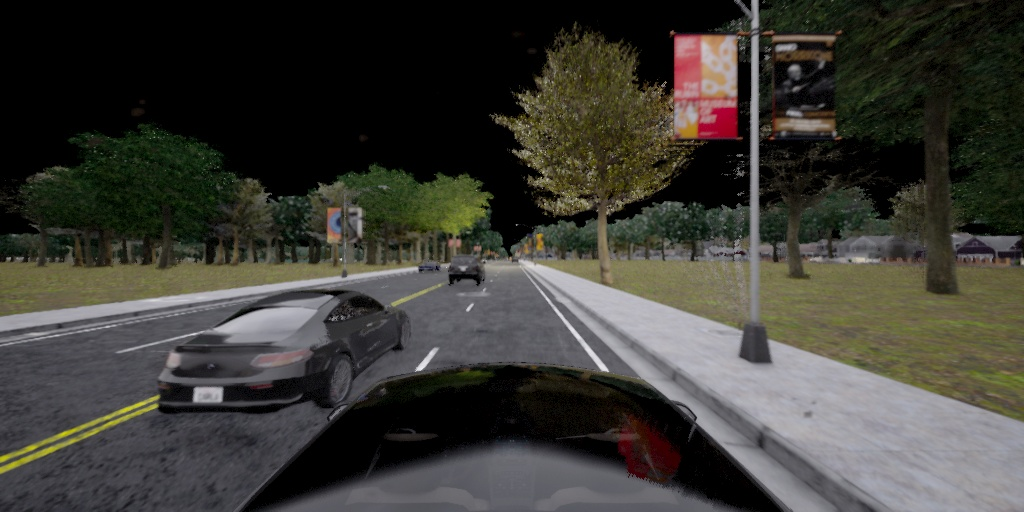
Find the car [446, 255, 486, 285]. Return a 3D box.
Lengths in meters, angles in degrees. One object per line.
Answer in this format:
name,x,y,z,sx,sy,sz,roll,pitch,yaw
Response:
car,-3.153,0.951,25.787,2.150,2.045,5.566,0,0,0

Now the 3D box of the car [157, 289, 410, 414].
car,-3.151,1.272,6.021,1.812,1.442,4.674,0,0,0

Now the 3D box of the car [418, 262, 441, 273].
car,-9.842,1.323,42.876,1.895,1.301,4.718,0,0,0
